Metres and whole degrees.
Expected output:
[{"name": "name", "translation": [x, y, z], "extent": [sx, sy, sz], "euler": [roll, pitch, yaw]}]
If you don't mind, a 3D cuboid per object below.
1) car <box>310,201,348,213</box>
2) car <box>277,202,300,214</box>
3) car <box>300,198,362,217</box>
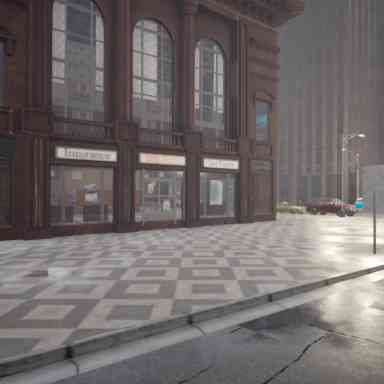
[{"name": "car", "translation": [17.670, 1.899, 43.116], "extent": [1.802, 1.307, 4.206], "euler": [-1, 0, -35]}, {"name": "car", "translation": [10.809, 1.800, 38.052], "extent": [1.752, 1.417, 4.829], "euler": [0, 0, -35]}, {"name": "car", "translation": [13.953, 1.524, 33.598], "extent": [2.192, 1.841, 5.009], "euler": [0, 0, -35]}]
